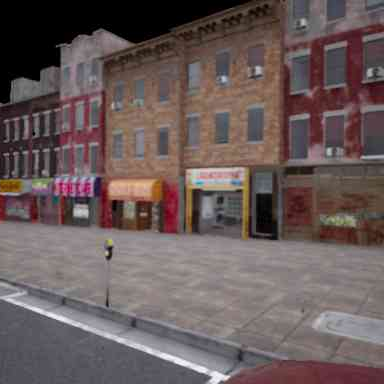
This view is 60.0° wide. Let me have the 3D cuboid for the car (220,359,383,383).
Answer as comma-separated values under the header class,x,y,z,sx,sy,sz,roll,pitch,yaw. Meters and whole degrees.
class,x,y,z,sx,sy,sz,roll,pitch,yaw
car,1.877,1.576,1.453,4.206,1.307,1.802,-1,1,36
